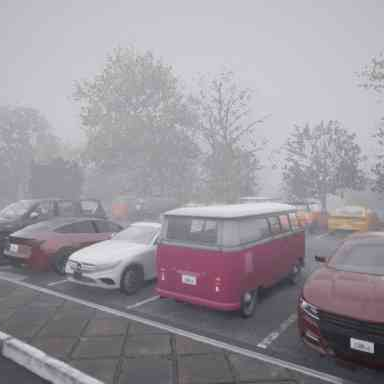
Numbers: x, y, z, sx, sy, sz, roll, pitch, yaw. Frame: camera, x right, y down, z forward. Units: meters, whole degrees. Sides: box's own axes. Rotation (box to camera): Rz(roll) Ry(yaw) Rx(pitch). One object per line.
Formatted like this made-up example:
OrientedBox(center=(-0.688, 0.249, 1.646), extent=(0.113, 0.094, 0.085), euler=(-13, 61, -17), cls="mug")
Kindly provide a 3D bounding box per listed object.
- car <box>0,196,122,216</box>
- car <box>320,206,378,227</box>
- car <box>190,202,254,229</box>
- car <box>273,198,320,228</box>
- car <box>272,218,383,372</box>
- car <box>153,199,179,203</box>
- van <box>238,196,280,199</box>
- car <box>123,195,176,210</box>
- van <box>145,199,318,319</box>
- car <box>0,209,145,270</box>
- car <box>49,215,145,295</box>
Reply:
OrientedBox(center=(-5.637, 1.250, 12.286), extent=(2.435, 2.045, 5.566), euler=(0, 0, 36), cls="car")
OrientedBox(center=(8.825, 1.489, 18.033), extent=(2.097, 1.535, 5.008), euler=(0, 0, 36), cls="car")
OrientedBox(center=(2.174, 1.501, 22.806), extent=(2.231, 1.521, 4.892), euler=(0, 0, 36), cls="car")
OrientedBox(center=(6.660, 1.367, 19.555), extent=(2.185, 1.767, 4.553), euler=(0, 0, 36), cls="car")
OrientedBox(center=(3.404, 1.486, 5.837), extent=(2.097, 1.535, 5.008), euler=(0, 0, 36), cls="car")
OrientedBox(center=(-0.178, 1.503, 24.275), extent=(1.946, 1.575, 5.366), euler=(0, 0, 36), cls="car")
OrientedBox(center=(4.497, 1.271, 21.290), extent=(1.878, 1.987, 4.442), euler=(0, 0, 36), cls="van")
OrientedBox(center=(-2.304, 1.264, 26.063), extent=(2.435, 2.045, 5.566), euler=(-1, 0, 36), cls="car")
OrientedBox(center=(1.213, 1.264, 7.546), extent=(1.878, 1.987, 4.442), euler=(0, 0, 36), cls="van")
OrientedBox(center=(-3.347, 1.527, 10.713), extent=(2.163, 1.488, 4.792), euler=(0, 0, 36), cls="car")
OrientedBox(center=(-1.108, 1.533, 9.072), extent=(2.002, 1.452, 4.674), euler=(0, 0, 36), cls="car")
